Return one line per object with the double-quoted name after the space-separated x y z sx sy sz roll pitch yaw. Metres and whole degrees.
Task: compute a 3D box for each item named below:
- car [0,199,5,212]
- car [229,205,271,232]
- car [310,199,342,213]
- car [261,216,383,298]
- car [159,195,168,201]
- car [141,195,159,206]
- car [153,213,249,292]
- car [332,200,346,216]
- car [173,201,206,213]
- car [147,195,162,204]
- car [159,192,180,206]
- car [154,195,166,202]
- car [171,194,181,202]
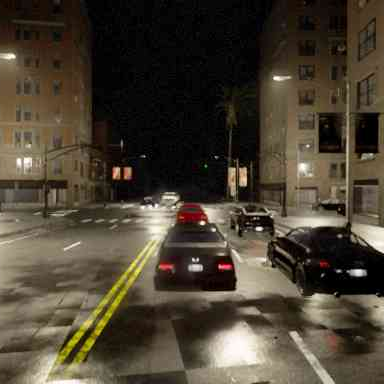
-20.491 1.348 31.666 4.674 1.442 1.812 0 1 -8 "car"
3.191 1.475 18.176 1.837 1.490 4.892 0 1 0 "car"
15.871 1.542 37.565 4.902 1.511 2.128 0 1 2 "car"
3.279 1.549 8.532 1.994 1.385 4.181 0 0 0 "car"
-6.822 1.359 80.444 1.812 1.442 4.674 0 0 0 "car"
-6.807 1.475 51.972 1.994 1.385 4.181 0 0 -1 "car"
0.056 1.532 9.030 2.033 1.411 5.357 0 0 0 "car"
16.087 1.712 31.626 4.313 1.339 1.947 0 0 0 "car"
-0.084 1.490 20.143 1.812 1.442 4.674 0 0 -3 "car"
-6.811 1.386 60.800 2.128 1.511 4.902 0 0 0 "car"
-3.552 1.131 52.850 2.150 2.045 5.566 0 0 0 "car"
-6.782 1.413 70.374 2.033 1.411 5.357 0 0 0 "car"
-3.546 1.341 73.814 1.882 1.535 5.008 0 0 0 "car"
